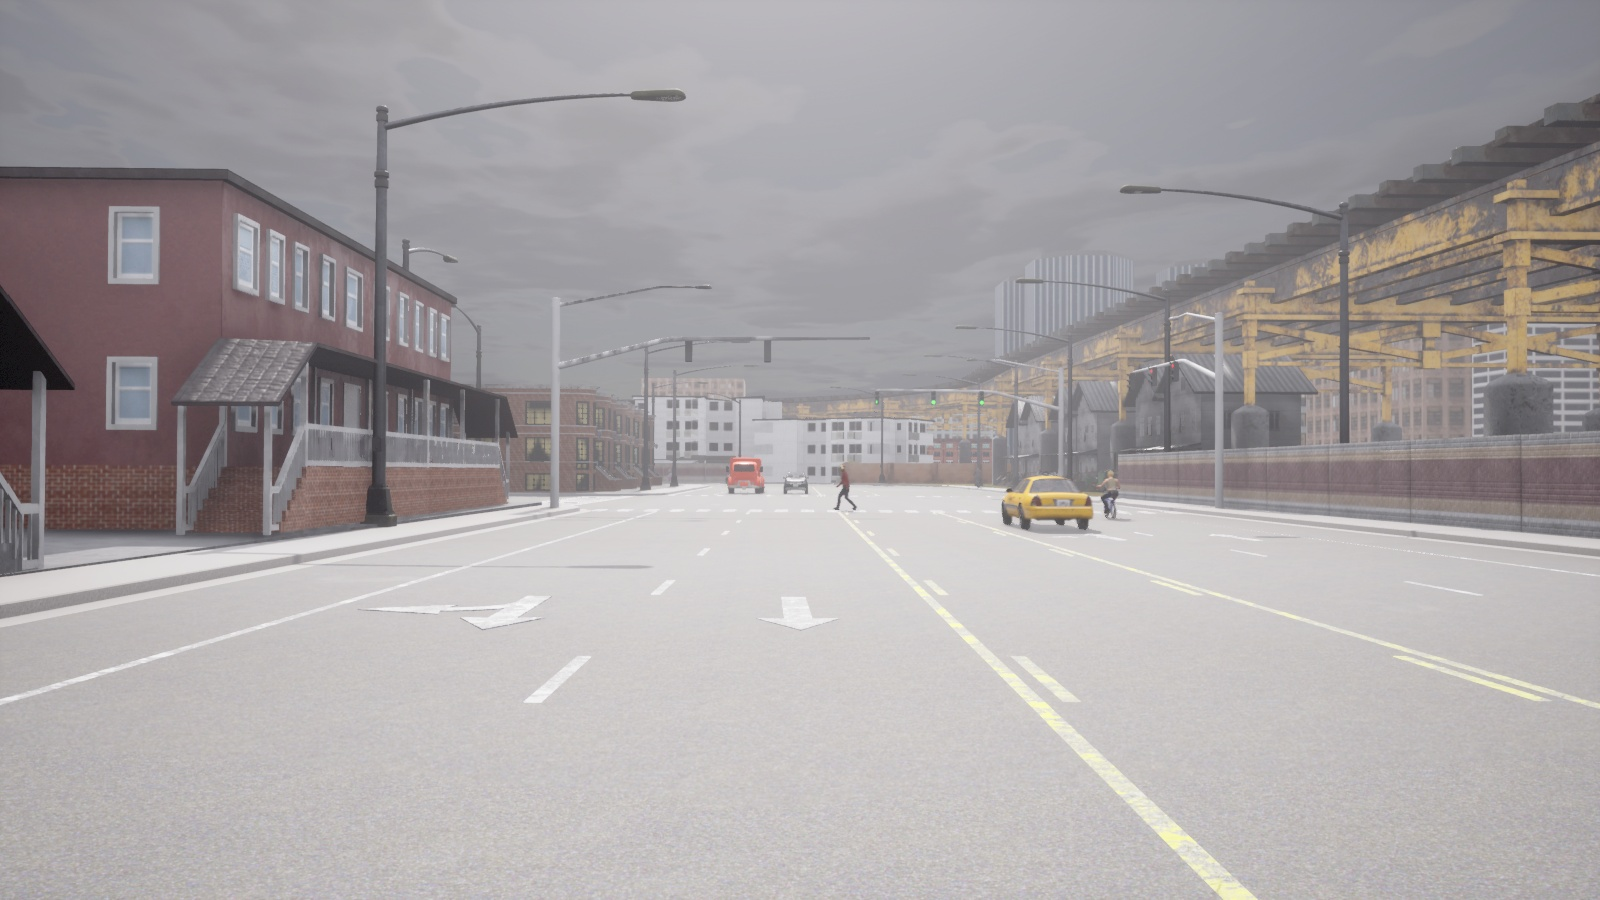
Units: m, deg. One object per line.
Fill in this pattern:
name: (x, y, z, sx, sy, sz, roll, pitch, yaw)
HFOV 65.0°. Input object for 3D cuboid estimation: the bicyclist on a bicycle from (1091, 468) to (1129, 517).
bicyclist on a bicycle: (10.376, 1.414, 42.079, 0.866, 1.612, 1.509, 0, -1, 0)

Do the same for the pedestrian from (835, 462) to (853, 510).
pedestrian: (1.691, 1.405, 48.459, 0.636, 1.846, 0.331, 0, -1, 8)

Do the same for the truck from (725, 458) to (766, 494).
truck: (-3.769, 1.805, 87.320, 2.627, 2.467, 5.204, 0, -1, 0)

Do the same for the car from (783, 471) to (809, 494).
car: (-0.259, 2.240, 86.340, 1.789, 1.549, 3.705, 0, -1, 0)

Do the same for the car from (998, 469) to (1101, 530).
car: (6.891, 1.317, 35.266, 1.801, 1.575, 5.366, 0, -1, 0)
